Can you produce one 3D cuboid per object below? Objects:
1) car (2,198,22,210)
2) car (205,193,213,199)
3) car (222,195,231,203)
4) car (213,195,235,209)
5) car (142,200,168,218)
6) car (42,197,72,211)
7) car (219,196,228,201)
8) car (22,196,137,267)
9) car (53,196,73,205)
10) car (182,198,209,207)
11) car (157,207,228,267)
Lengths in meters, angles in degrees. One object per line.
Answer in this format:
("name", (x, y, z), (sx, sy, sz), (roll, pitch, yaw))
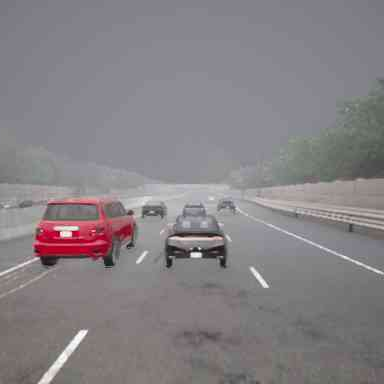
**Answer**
("car", (-20.902, 1.516, 40.072), (2.128, 1.511, 4.902), (0, 0, 1))
("car", (4.009, 1.435, 68.434), (1.812, 1.442, 4.674), (0, 0, 1))
("car", (7.411, 1.470, 71.578), (1.812, 1.442, 4.674), (0, 0, 3))
("car", (3.653, 1.368, 36.514), (1.837, 1.490, 4.892), (0, 0, 0))
("car", (-3.292, 1.496, 29.905), (1.882, 1.535, 5.008), (0, 0, 0))
("car", (-17.371, 1.504, 43.141), (1.882, 1.535, 5.008), (0, 0, 1))
("car", (7.710, 1.593, 81.151), (1.895, 1.301, 4.718), (0, 0, 1))
("car", (-3.379, 1.227, 11.620), (2.150, 2.045, 5.566), (0, 0, 0))
("car", (-23.471, 1.549, 60.603), (1.837, 1.490, 4.892), (0, 0, -2))
("car", (0.198, 1.509, 28.370), (2.128, 1.511, 4.902), (0, 0, 0))
("car", (0.121, 1.498, 11.438), (2.128, 1.511, 4.902), (0, 0, 0))
